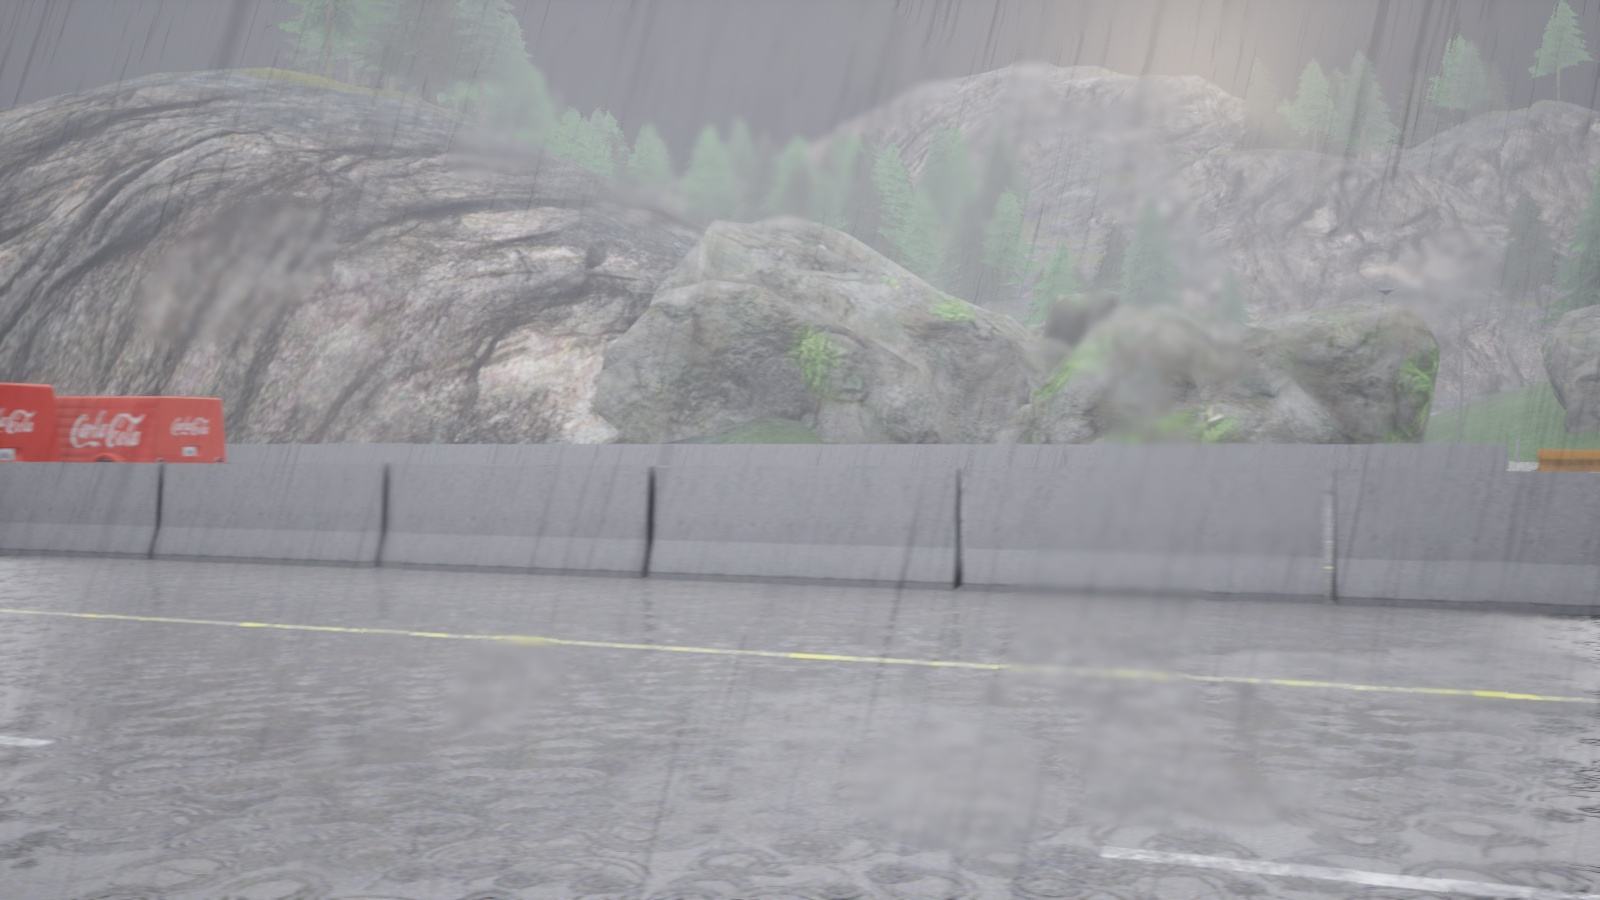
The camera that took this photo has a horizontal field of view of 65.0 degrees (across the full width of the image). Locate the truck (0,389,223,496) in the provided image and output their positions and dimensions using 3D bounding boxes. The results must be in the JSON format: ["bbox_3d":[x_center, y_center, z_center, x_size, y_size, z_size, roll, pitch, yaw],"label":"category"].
[{"bbox_3d":[-17.406,-0.222,31.197,5.204,2.467,2.627,1,1,19],"label":"truck"}]

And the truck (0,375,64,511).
[{"bbox_3d":[-17.027,-0.114,23.685,5.204,2.467,2.627,0,1,19],"label":"truck"}]
